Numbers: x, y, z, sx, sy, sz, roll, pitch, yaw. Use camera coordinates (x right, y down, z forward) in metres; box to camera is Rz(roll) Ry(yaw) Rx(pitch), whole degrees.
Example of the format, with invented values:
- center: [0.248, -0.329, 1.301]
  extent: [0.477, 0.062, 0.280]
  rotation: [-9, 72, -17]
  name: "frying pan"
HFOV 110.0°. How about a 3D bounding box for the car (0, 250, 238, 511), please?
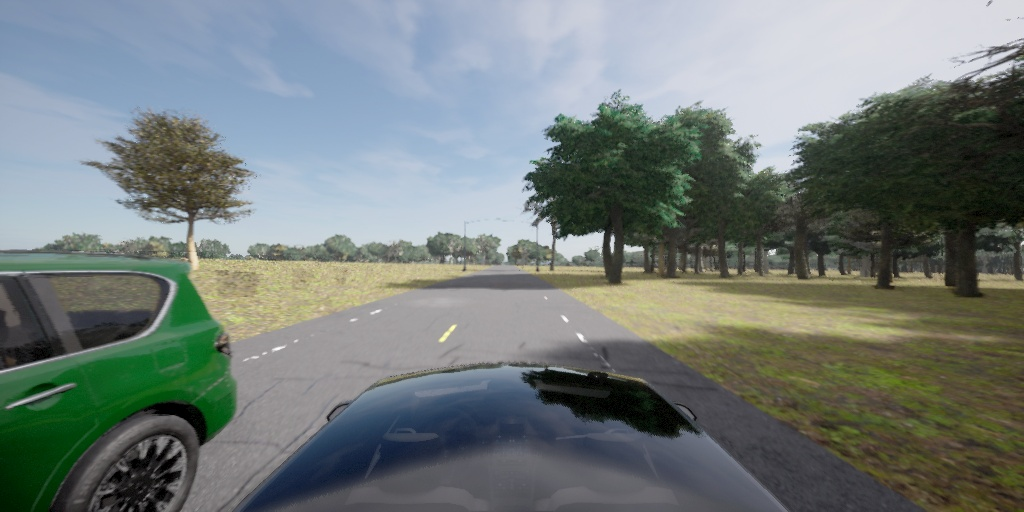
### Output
- center: [-3.524, 0.972, 0.885]
  extent: [2.150, 2.045, 5.566]
  rotation: [0, -1, 0]
  name: "car"
